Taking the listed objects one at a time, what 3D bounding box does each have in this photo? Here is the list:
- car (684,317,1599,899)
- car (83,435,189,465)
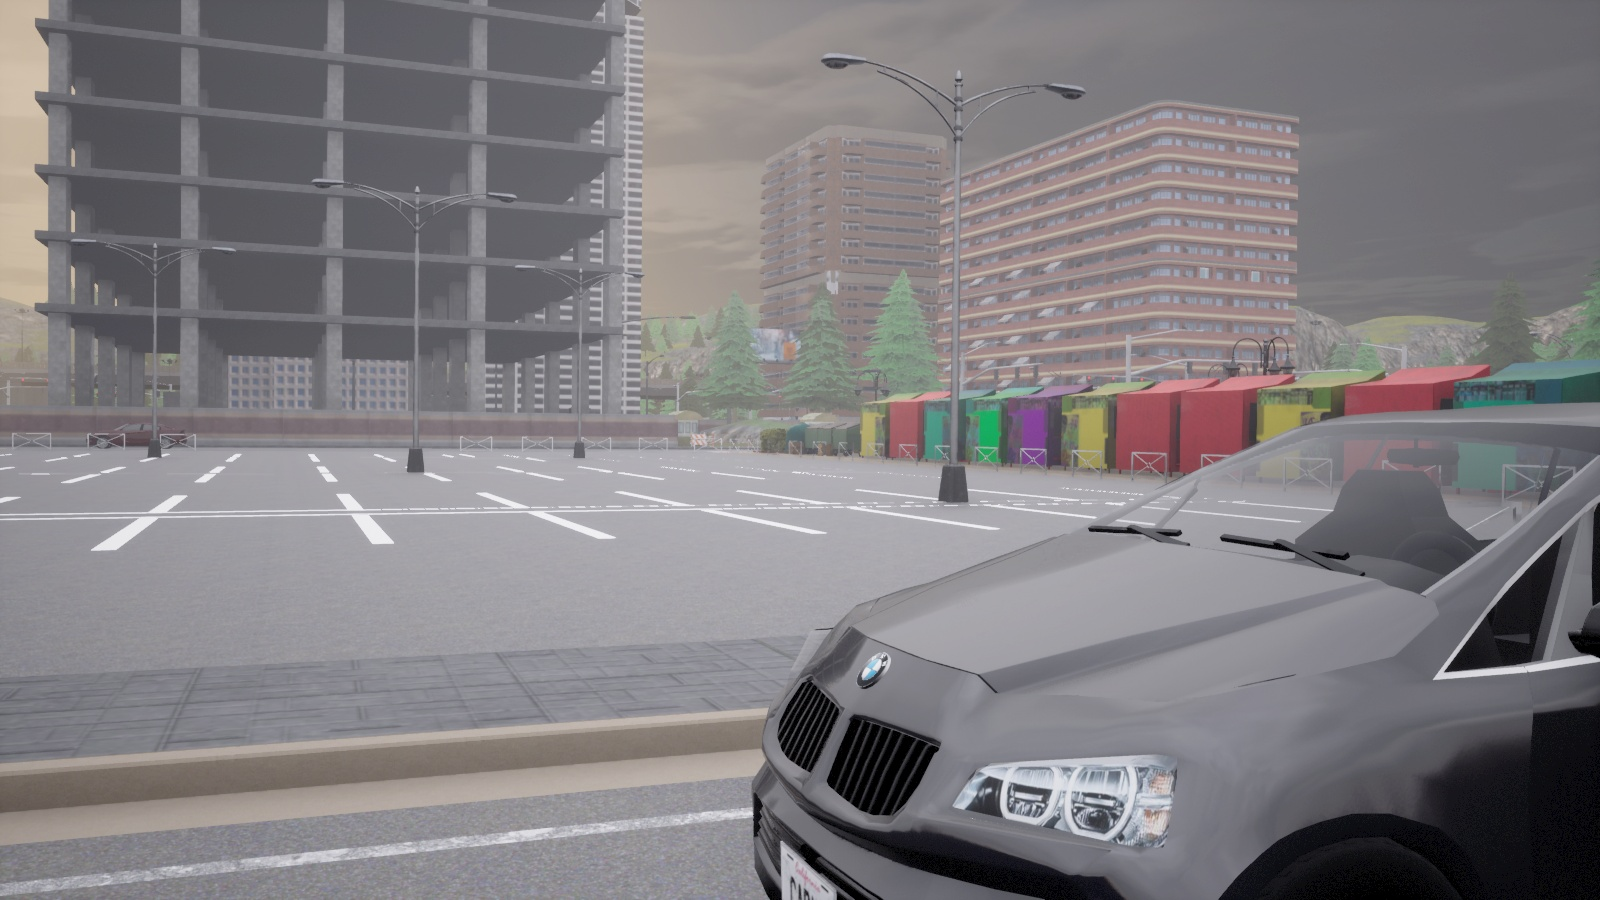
[{"bbox_3d":[2.168,0.553,4.061,4.611,1.667,2.242,-1,1,-21],"label":"car"},{"bbox_3d":[-36.933,-0.019,69.992,5.008,1.535,1.882,-1,1,-23],"label":"car"}]
